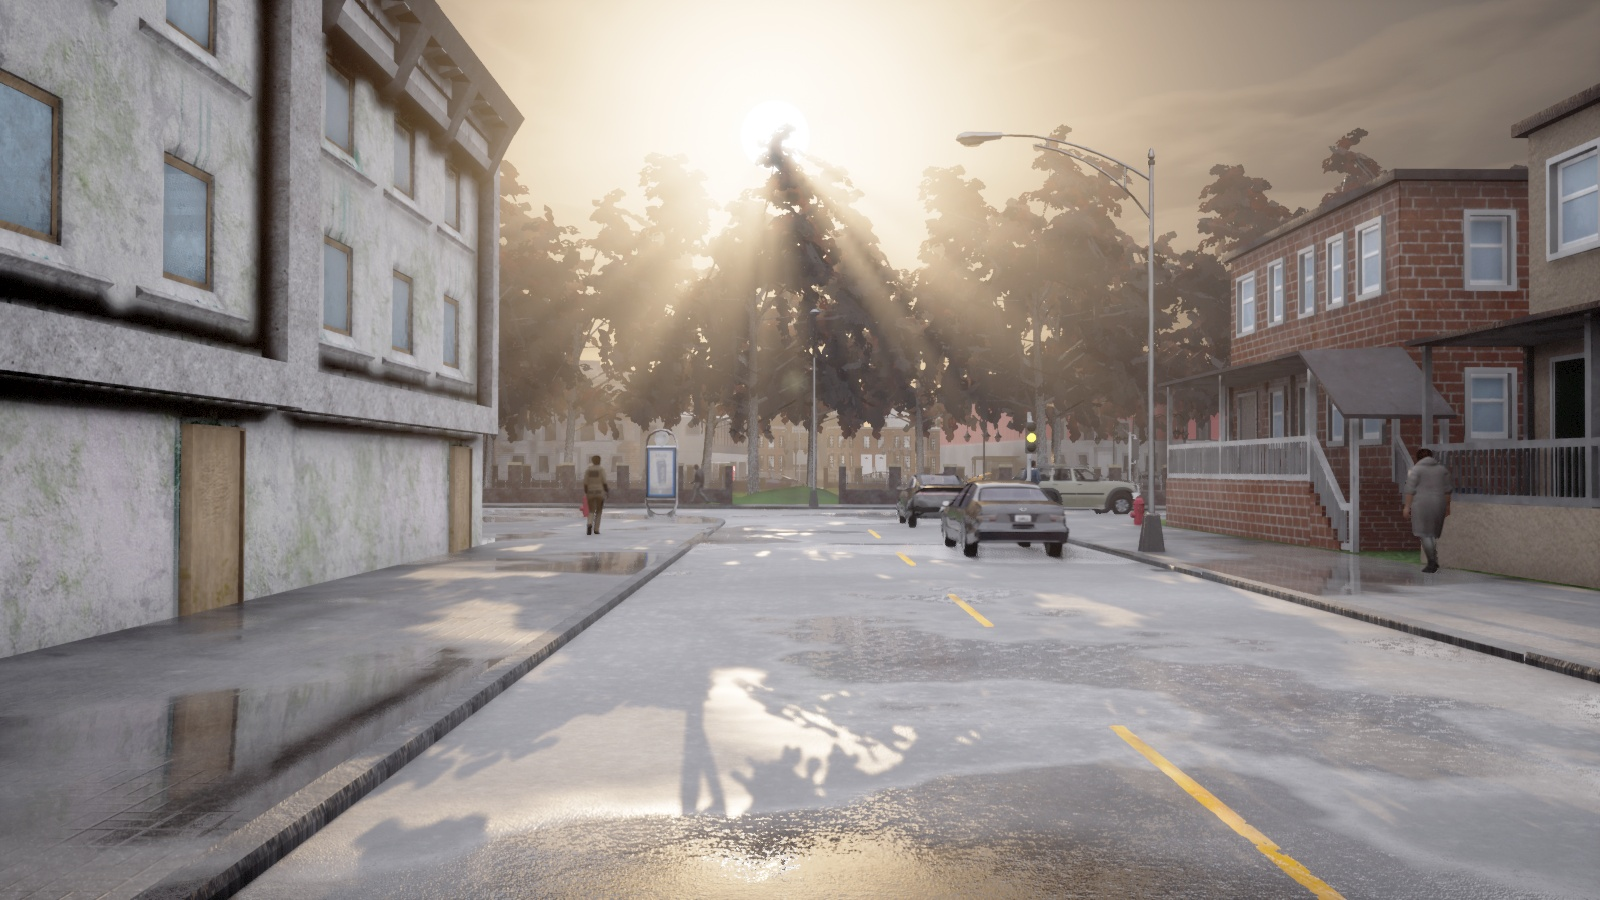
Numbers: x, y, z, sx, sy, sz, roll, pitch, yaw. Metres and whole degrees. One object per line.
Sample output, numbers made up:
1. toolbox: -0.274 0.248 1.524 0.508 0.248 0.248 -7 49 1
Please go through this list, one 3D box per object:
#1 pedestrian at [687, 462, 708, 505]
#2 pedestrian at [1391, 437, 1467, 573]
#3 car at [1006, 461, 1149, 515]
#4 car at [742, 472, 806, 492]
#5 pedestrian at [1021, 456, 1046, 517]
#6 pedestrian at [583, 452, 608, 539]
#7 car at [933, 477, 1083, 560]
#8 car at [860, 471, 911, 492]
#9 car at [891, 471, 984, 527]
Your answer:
1. pedestrian: -4.455 1.456 54.586 0.849 1.883 0.563 0 -1 0
2. pedestrian: 9.280 0.798 18.559 0.659 1.952 0.873 0 -1 -1
3. car: 9.964 1.350 45.263 4.605 1.855 1.932 0 -1 -11
4. car: -1.924 2.405 94.519 4.792 1.488 2.163 0 -1 0
5. pedestrian: 7.525 1.167 40.454 0.423 1.949 0.788 -1 -1 44
6. pedestrian: -4.573 1.013 28.099 0.396 1.930 0.692 0 -1 6
7. car: 3.928 1.260 24.707 2.033 1.411 5.357 0 -1 0
8. car: 6.412 2.351 94.551 3.705 1.549 1.789 0 -1 0
9. car: 3.893 1.366 36.438 2.128 1.511 4.902 0 -1 0
